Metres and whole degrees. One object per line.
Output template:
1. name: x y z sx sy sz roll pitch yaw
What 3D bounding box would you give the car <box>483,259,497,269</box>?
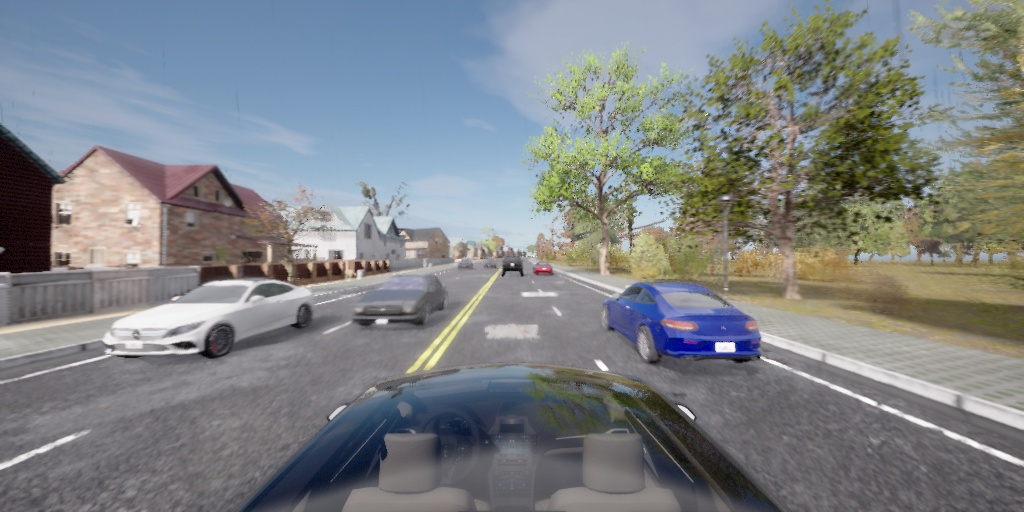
1. car: -3.315 1.227 55.188 1.837 1.490 4.892 0 0 1

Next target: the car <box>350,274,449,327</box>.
1. car: -3.348 1.303 11.896 2.033 1.411 5.357 0 0 0

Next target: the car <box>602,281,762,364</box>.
1. car: 3.351 1.269 7.938 1.812 1.442 4.674 0 0 0

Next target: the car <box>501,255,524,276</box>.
1. car: 0.069 0.954 37.456 2.150 2.045 5.566 0 0 0

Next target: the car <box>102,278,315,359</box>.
1. car: -6.595 1.289 8.586 1.812 1.442 4.674 0 0 0

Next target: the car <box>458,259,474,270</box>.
1. car: -6.578 1.234 51.295 1.837 1.490 4.892 0 0 0

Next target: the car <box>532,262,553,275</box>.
1. car: 3.332 1.287 39.057 1.994 1.385 4.181 0 0 0
